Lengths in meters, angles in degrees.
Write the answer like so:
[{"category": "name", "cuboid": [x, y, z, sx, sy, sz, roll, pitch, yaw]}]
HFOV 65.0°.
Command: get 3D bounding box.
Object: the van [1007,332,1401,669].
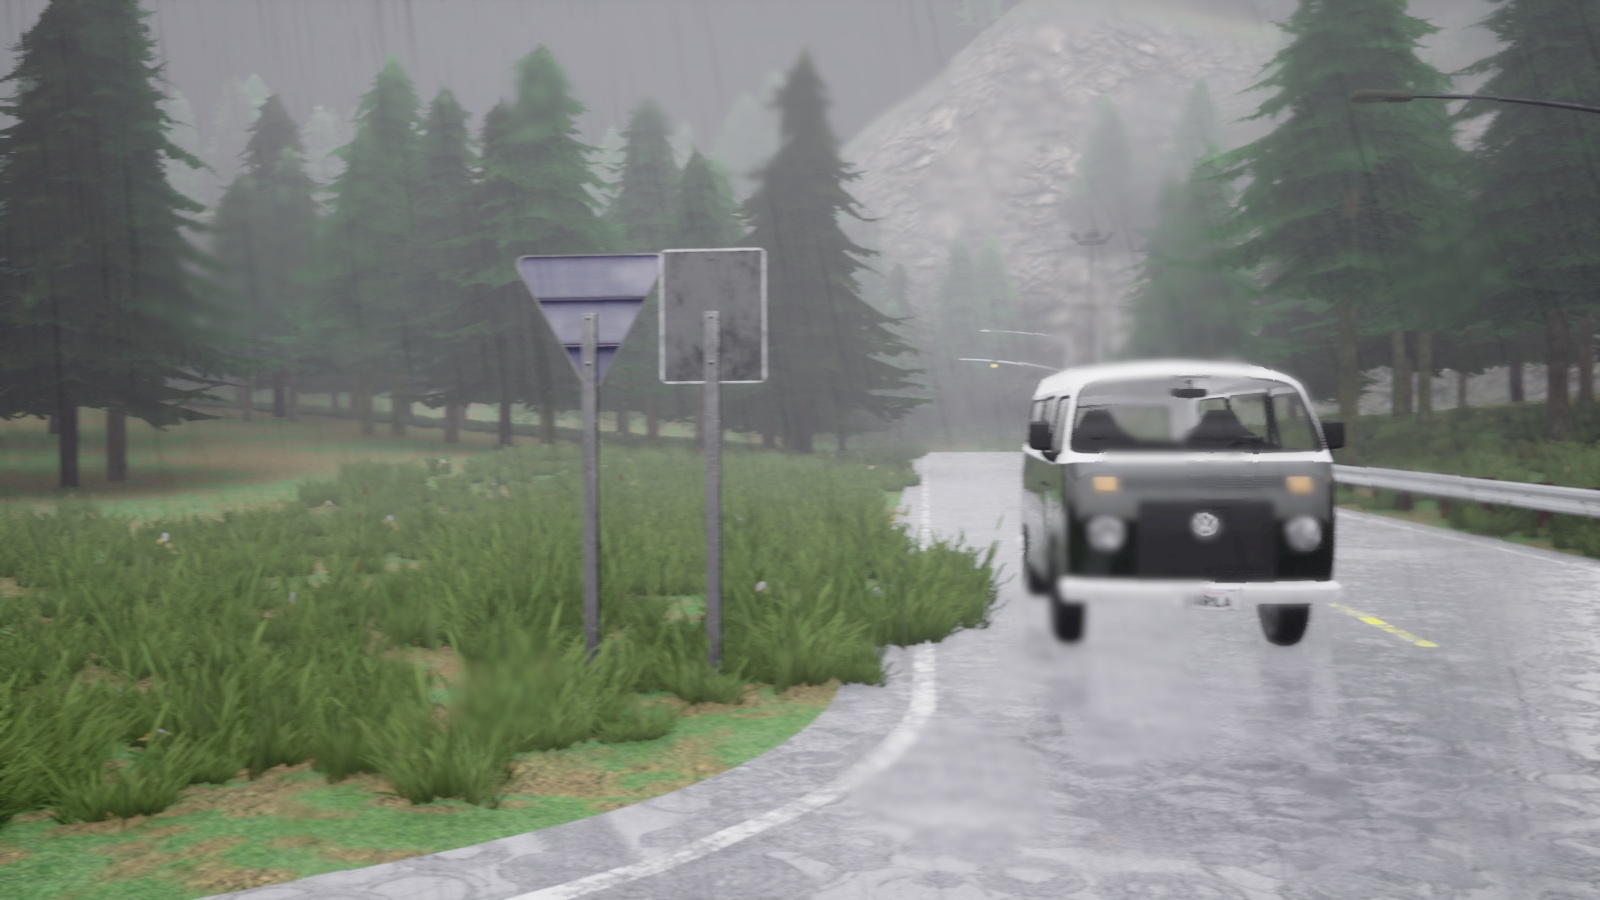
[{"category": "van", "cuboid": [2.840, 0.278, 9.952, 2.069, 2.038, 4.480, -1, 1, 6]}]
